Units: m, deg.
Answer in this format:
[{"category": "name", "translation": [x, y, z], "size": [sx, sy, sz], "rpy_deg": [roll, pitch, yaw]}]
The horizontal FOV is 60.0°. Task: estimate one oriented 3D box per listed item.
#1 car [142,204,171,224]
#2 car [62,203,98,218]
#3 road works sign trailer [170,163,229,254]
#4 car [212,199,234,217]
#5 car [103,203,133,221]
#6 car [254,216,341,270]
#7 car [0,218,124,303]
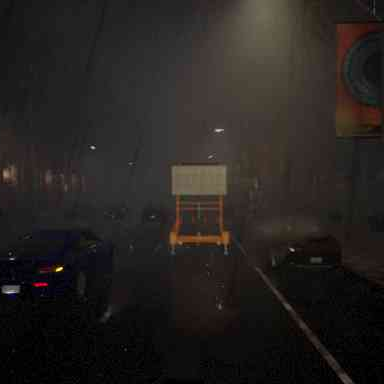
[{"category": "car", "translation": [-2.840, 1.709, 27.030], "size": [1.882, 1.535, 5.008], "rpy_deg": [0, 0, 1]}, {"category": "car", "translation": [-9.983, 1.752, 29.910], "size": [1.882, 1.535, 5.008], "rpy_deg": [0, 0, 1]}, {"category": "road works sign trailer", "translation": [0.306, 0.580, 13.973], "size": [2.380, 3.560, 2.880], "rpy_deg": [0, 0, 1]}, {"category": "car", "translation": [3.922, 1.679, 40.623], "size": [2.185, 1.767, 4.553], "rpy_deg": [0, 0, 1]}, {"category": "car", "translation": [-6.486, 1.768, 29.733], "size": [1.837, 1.490, 4.892], "rpy_deg": [0, 0, 1]}, {"category": "car", "translation": [3.343, 1.566, 11.253], "size": [2.231, 1.521, 4.892], "rpy_deg": [0, 0, 1]}, {"category": "car", "translation": [-3.204, 1.604, 8.288], "size": [1.812, 1.442, 4.674], "rpy_deg": [0, 0, 1]}]
